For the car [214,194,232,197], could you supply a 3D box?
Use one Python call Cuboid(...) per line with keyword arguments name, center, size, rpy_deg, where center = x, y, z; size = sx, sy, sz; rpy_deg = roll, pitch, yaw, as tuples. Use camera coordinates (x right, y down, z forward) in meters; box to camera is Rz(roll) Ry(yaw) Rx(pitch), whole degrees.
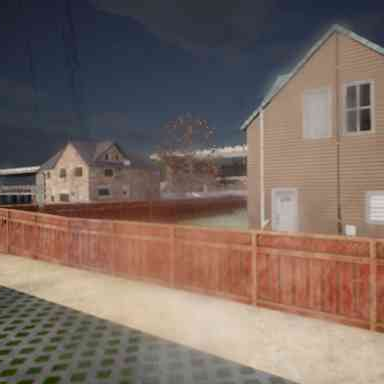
Cuboid(name="car", center=(3.958, 1.009, 43.706), size=(1.837, 1.490, 4.892), rpy_deg=(-1, 0, 37))
